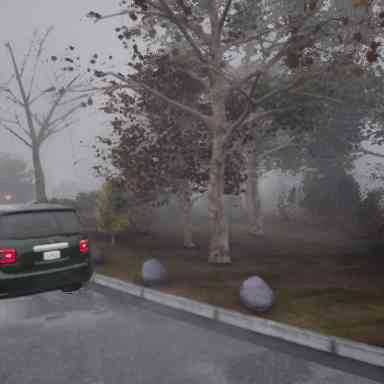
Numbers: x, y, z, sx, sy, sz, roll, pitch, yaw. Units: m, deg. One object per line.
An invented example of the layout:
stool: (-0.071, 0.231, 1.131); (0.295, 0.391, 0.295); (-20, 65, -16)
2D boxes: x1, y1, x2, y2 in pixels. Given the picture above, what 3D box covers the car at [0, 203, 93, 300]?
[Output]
car: (-4.544, 1.298, 8.026); (5.566, 2.045, 2.150); (-1, 0, 44)
